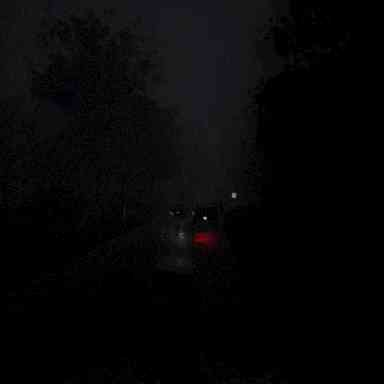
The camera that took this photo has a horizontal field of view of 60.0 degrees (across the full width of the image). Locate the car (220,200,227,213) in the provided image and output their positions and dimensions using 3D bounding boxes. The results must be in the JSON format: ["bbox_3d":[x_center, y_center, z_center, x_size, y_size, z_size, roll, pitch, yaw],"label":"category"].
[{"bbox_3d":[3.128,1.827,42.475,2.128,1.511,4.902,0,-1,8],"label":"car"}]

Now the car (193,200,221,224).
[{"bbox_3d":[1.108,1.601,25.373,1.837,1.490,4.892,0,-1,5],"label":"car"}]

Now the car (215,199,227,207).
[{"bbox_3d":[6.284,2.356,71.532,1.882,1.535,5.008,1,-1,14],"label":"car"}]

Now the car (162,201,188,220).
[{"bbox_3d":[-1.434,1.636,29.933,1.837,1.490,4.892,0,-1,6],"label":"car"}]
